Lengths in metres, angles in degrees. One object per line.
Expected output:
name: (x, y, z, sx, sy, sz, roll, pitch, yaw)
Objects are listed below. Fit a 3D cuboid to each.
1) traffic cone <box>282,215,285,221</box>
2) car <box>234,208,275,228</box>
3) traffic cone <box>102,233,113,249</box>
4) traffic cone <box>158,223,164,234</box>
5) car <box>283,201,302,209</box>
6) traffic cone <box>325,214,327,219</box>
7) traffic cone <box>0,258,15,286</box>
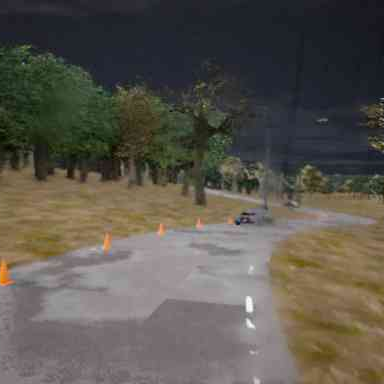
traffic cone: (9.778, 2.755, 35.613, 0.340, 0.580, 0.340, 1, -2, 45)
car: (4.876, 1.938, 25.553, 1.994, 1.385, 4.181, 1, -2, 33)
traffic cone: (-3.319, 1.899, 13.021, 0.340, 0.580, 0.340, 1, 0, 15)
traffic cone: (-1.674, 1.984, 18.041, 0.340, 0.580, 0.340, 1, -1, 21)
car: (21.736, 2.782, 72.376, 1.812, 1.442, 4.674, 1, 4, -27)
traffic cone: (18.660, 3.405, 46.519, 0.340, 0.580, 0.340, 1, -2, 27)
traffic cone: (-4.434, 1.866, 7.857, 0.340, 0.580, 0.340, 1, 0, 9)
